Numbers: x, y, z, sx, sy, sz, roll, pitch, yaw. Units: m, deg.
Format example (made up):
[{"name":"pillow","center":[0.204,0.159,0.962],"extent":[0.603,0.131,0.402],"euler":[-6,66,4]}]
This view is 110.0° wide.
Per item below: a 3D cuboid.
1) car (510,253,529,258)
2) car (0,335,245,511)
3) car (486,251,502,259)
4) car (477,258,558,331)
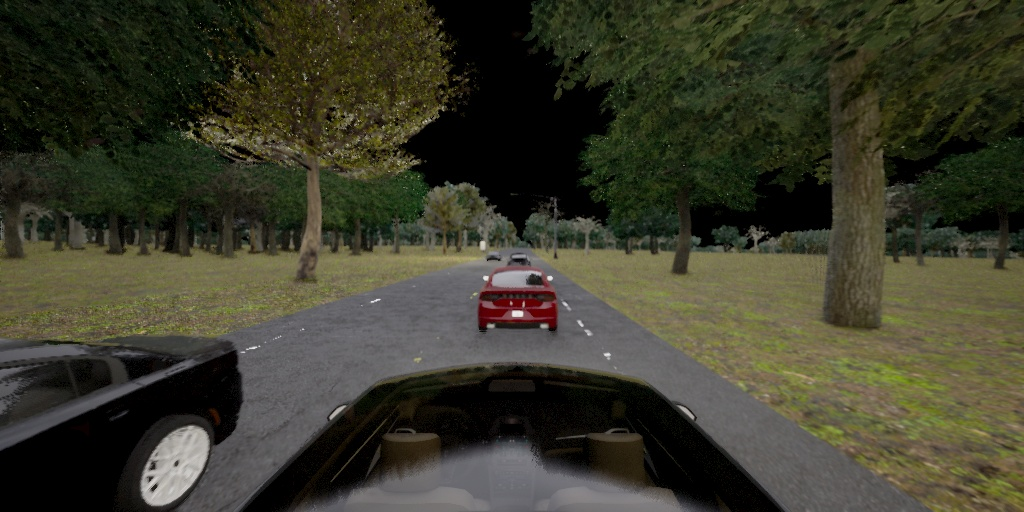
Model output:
[{"name":"car","center":[0.588,0.526,28.904],"extent":[1.837,1.490,4.892],"euler":[0,2,2]},{"name":"car","center":[-3.552,1.234,1.359],"extent":[1.882,1.535,5.008],"euler":[0,1,1]},{"name":"car","center":[-2.389,0.049,48.679],"extent":[2.033,1.411,5.357],"euler":[0,2,2]},{"name":"car","center":[0.168,1.000,10.092],"extent":[1.882,1.535,5.008],"euler":[0,2,1]}]
